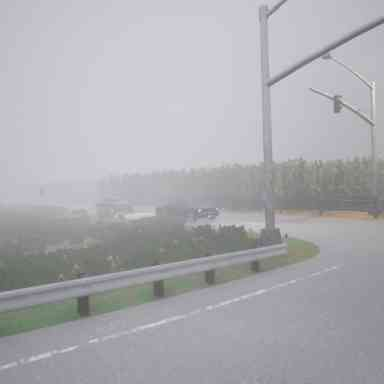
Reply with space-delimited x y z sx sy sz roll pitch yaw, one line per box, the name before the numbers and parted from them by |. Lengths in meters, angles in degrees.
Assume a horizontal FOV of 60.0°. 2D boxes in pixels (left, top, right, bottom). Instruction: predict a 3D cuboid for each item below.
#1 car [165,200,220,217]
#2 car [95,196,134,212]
car | -0.370 1.179 22.021 1.895 1.301 4.718 -3 2 -41
car | -7.037 1.123 29.821 1.837 1.490 4.892 -3 2 -40
